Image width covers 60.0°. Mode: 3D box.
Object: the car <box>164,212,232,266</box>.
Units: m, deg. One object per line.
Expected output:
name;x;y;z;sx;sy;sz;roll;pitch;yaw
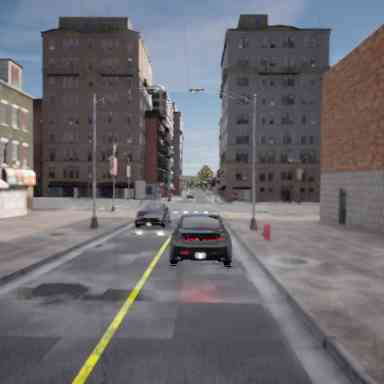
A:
car;0.294;1.470;11.415;1.837;1.490;4.892;1;0;1

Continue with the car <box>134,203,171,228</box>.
car;-2.390;1.458;21.590;2.033;1.411;5.357;1;0;2

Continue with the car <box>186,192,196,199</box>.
car;-0.535;1.249;91.198;1.895;1.301;4.718;1;0;1
